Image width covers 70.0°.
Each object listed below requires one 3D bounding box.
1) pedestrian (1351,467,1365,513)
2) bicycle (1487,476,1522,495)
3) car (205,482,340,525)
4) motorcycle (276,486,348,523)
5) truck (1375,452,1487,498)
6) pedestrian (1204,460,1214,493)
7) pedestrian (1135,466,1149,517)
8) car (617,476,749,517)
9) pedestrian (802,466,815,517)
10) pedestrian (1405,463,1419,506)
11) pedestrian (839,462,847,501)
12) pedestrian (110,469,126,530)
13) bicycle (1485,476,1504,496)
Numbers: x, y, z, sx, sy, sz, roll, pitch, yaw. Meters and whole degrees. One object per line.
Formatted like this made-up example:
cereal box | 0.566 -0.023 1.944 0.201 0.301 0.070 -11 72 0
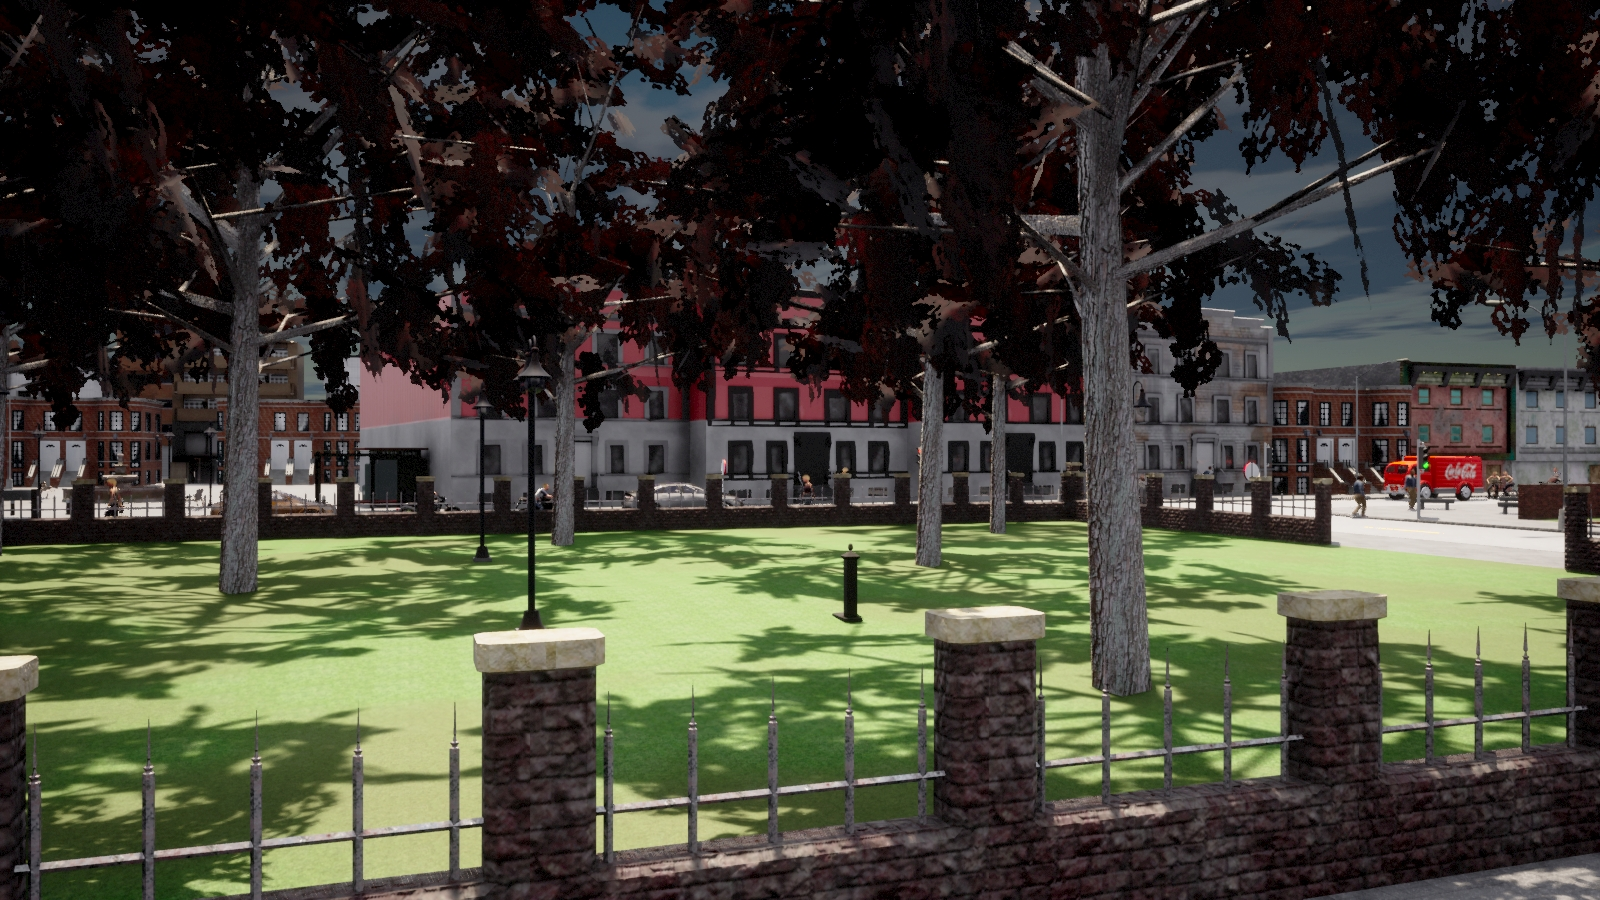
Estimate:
pedestrian | 22.688 1.629 46.433 0.375 1.860 0.375 0 0 -5
bicycle | 40.458 2.036 65.608 1.487 1.080 0.859 0 0 1
car | -18.777 1.898 40.895 4.181 1.385 1.994 0 0 -18
motorcycle | -17.611 1.950 41.298 2.356 1.277 0.764 0 0 -19
truck | 35.004 1.348 63.458 5.204 2.467 2.627 0 0 -19
pedestrian | 23.186 1.523 64.725 0.375 1.860 0.375 0 0 -19
pedestrian | 12.620 1.525 42.164 0.375 1.860 0.375 0 0 -20
car | -4.677 1.827 45.707 4.902 1.511 2.128 0 0 -19
pedestrian | 0.325 1.525 42.348 0.375 1.860 0.375 0 0 -19
pedestrian | 26.978 1.517 50.360 0.375 1.860 0.375 0 0 -2
pedestrian | 2.078 1.524 55.344 0.375 1.860 0.375 0 0 -1
pedestrian | -20.930 1.523 35.066 0.375 1.860 0.375 0 0 -19
bicycle | 39.299 2.036 64.656 0.859 1.080 1.487 0 0 35
